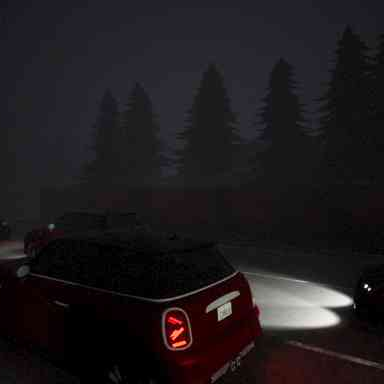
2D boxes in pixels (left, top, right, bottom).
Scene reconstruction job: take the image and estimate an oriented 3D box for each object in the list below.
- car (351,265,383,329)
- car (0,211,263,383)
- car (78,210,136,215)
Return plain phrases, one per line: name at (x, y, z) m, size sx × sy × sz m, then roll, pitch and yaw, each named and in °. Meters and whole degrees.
car at (4.709, 1.564, 4.929) m, size 4.181 × 1.385 × 1.994 m, roll 0°, pitch 0°, yaw 36°
car at (-1.364, 1.352, 4.957) m, size 4.553 × 1.767 × 2.097 m, roll 0°, pitch 0°, yaw 36°
car at (-3.426, 1.352, 10.728) m, size 4.553 × 1.767 × 2.097 m, roll 0°, pitch 0°, yaw 35°
